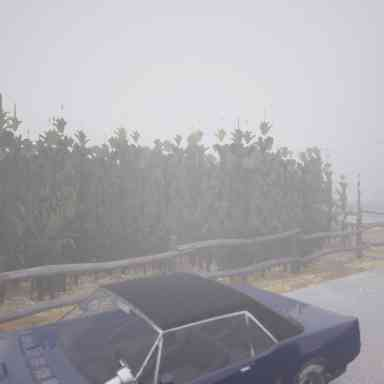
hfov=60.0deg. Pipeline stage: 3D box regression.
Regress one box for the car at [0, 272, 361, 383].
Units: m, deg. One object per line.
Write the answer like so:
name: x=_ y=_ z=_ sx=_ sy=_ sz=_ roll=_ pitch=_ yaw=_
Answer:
car: x=-0.511 y=1.601 z=3.108 sx=4.718 sy=1.301 sz=1.895 roll=0 pitch=0 yaw=-35
